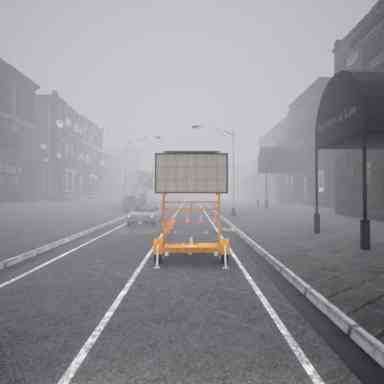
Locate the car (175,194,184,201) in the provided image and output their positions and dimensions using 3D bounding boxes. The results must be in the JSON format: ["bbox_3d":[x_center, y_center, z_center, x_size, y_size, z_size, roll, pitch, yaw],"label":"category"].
[{"bbox_3d":[-3.275,1.375,88.910,2.097,1.767,4.553,0,0,0],"label":"car"}]

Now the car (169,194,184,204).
[{"bbox_3d":[-3.248,1.505,63.506,2.128,1.511,4.902,0,0,0],"label":"car"}]

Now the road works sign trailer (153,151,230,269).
[{"bbox_3d":[-0.019,0.443,11.097,2.380,3.560,2.880,0,0,0],"label":"road works sign trailer"}]

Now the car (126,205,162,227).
[{"bbox_3d":[-3.168,1.552,22.500,1.895,1.301,4.718,0,0,0],"label":"car"}]
